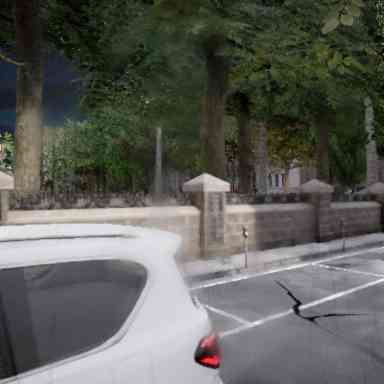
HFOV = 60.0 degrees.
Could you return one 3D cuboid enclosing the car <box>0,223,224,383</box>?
[{"bbox_3d":[-2.327,1.270,1.575,5.566,2.045,2.150,0,-1,-37],"label":"car"}]
